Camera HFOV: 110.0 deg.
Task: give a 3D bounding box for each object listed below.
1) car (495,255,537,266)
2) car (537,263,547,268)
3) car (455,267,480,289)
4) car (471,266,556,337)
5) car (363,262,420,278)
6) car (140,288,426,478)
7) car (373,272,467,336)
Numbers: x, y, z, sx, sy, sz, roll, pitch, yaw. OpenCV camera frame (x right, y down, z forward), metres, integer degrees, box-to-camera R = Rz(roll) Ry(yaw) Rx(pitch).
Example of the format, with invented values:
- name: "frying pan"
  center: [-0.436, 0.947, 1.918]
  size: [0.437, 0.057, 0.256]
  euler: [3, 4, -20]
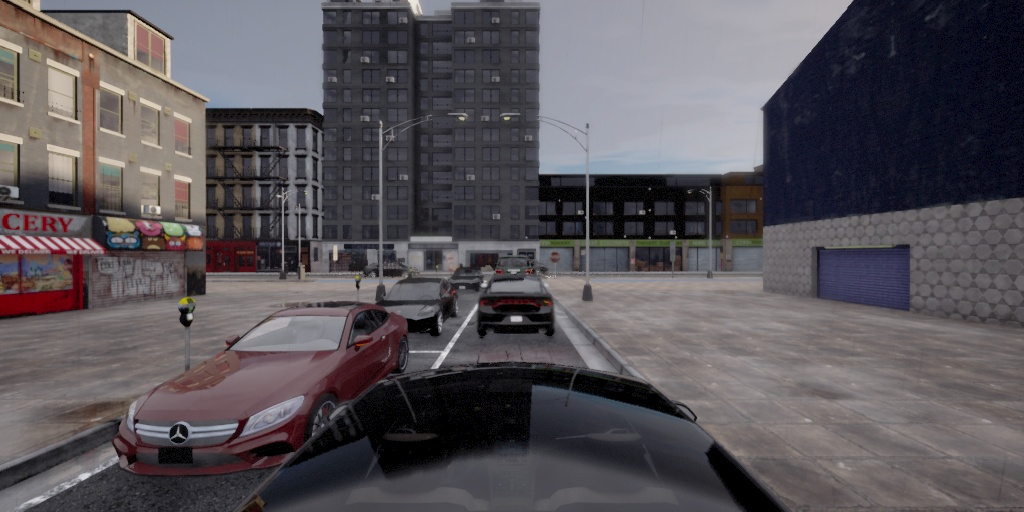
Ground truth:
- name: "car"
  center: [0.130, 0.971, 21.306]
  size: [2.150, 2.045, 5.566]
  euler: [0, 0, 1]
- name: "car"
  center: [1.065, 1.238, 34.815]
  size: [4.892, 1.490, 1.837]
  euler: [0, 0, 0]
- name: "car"
  center: [-2.642, 1.313, 21.266]
  size: [1.948, 1.339, 4.313]
  euler: [0, 0, 0]
- name: "car"
  center: [0.095, 1.226, 10.366]
  size: [1.882, 1.535, 5.008]
  euler: [0, 0, 0]
- name: "car"
  center: [-10.620, 1.273, 31.866]
  size: [4.892, 1.490, 1.837]
  euler: [0, 0, 0]
- name: "car"
  center: [-2.640, 1.331, 4.909]
  size: [1.802, 1.307, 4.207]
  euler: [0, 0, 0]
- name: "car"
  center: [-2.640, 1.314, 10.361]
  size: [1.948, 1.339, 4.313]
  euler: [0, 0, 0]
